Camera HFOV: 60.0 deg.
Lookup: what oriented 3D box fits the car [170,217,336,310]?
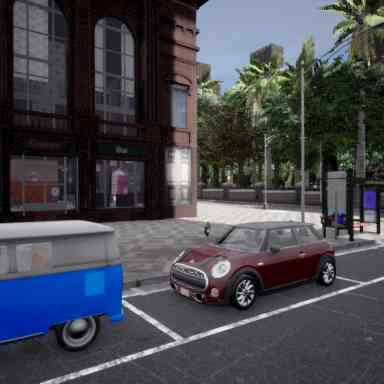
[{"bbox_3d":[1.475,1.439,7.710,4.097,1.590,1.967,0,0,-36],"label":"car"}]

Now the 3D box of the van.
[{"bbox_3d":[-2.941,1.341,4.557,3.998,1.788,1.690,0,0,-36],"label":"van"}]
